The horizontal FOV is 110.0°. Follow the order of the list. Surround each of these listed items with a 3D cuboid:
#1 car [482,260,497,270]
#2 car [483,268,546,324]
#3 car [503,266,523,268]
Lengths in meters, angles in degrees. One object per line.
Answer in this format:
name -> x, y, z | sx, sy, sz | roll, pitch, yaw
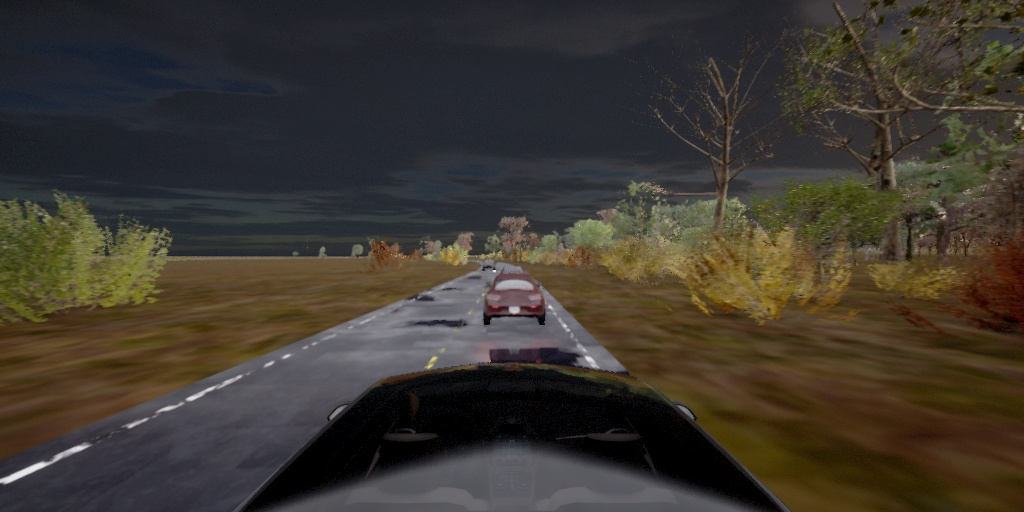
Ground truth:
car -> -3.241, 1.270, 51.618 | 1.837, 1.490, 4.892 | 0, -1, -1
car -> 0.071, 1.280, 11.873 | 1.812, 1.442, 4.674 | 0, 0, 0
car -> 0.057, 1.359, 26.243 | 1.895, 1.301, 4.718 | 0, 0, 1
